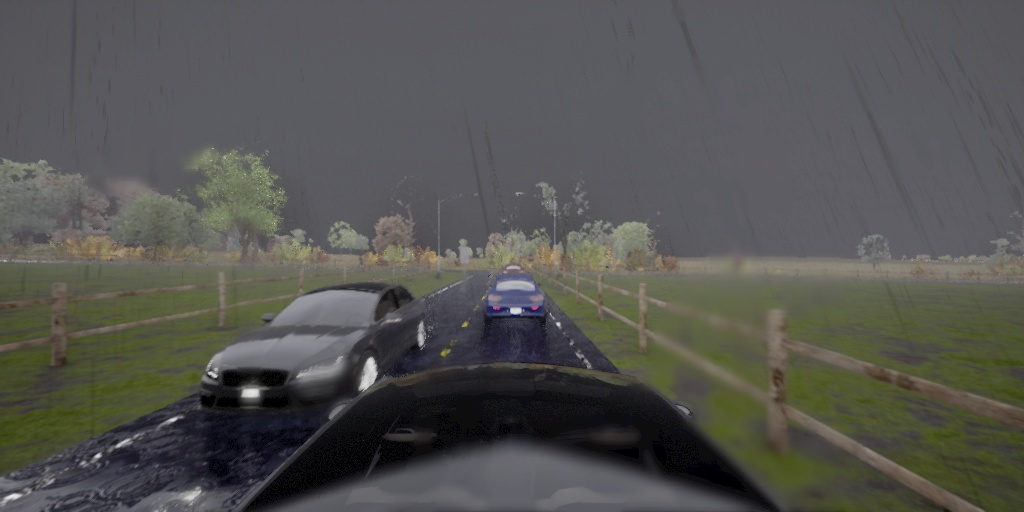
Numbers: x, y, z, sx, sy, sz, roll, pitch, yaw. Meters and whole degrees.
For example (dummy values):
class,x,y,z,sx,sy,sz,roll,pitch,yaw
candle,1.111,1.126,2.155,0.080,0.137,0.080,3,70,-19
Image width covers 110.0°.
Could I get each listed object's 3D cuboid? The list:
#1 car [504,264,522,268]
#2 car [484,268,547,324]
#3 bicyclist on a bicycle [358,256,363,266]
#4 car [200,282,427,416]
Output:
class,x,y,z,sx,sy,sz,roll,pitch,yaw
car,0.107,1.345,28.883,1.812,1.442,4.674,0,0,0
car,0.101,1.298,11.927,1.812,1.442,4.674,0,0,0
bicyclist on a bicycle,-22.580,0.846,53.526,0.582,1.620,1.656,1,0,0
car,-2.850,1.265,6.354,1.837,1.490,4.892,0,0,0
